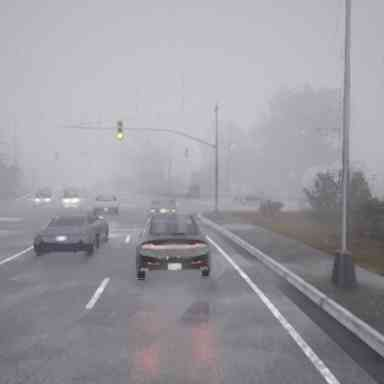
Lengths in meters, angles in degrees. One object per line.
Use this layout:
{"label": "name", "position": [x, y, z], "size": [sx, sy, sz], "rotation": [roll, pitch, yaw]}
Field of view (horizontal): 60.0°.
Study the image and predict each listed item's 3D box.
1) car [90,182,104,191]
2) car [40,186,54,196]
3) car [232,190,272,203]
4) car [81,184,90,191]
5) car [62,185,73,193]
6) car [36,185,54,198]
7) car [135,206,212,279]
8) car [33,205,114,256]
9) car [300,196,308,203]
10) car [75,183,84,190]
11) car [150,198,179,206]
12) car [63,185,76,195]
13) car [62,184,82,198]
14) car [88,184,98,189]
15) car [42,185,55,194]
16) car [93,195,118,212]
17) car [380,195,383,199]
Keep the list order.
{"label": "car", "position": [-22.184, -1.344, 78.340], "size": [2.150, 2.045, 5.566], "rotation": [-1, 2, -22]}
{"label": "car", "position": [-24.048, -0.223, 55.227], "size": [1.837, 1.490, 4.892], "rotation": [-1, 2, -21]}
{"label": "car", "position": [7.031, 0.534, 39.046], "size": [4.902, 1.511, 2.128], "rotation": [1, 2, -19]}
{"label": "car", "position": [-25.407, -1.038, 76.987], "size": [1.882, 1.535, 5.008], "rotation": [-1, 2, -22]}
{"label": "car", "position": [-24.961, -0.650, 66.740], "size": [1.837, 1.490, 4.892], "rotation": [-1, 2, -22]}
{"label": "car", "position": [-20.840, 0.154, 46.929], "size": [1.994, 1.385, 4.181], "rotation": [-1, 2, -20]}
{"label": "car", "position": [-0.595, 1.401, 9.803], "size": [2.128, 1.511, 4.902], "rotation": [0, 1, -5]}
{"label": "car", "position": [-4.405, 1.419, 12.692], "size": [1.994, 1.385, 4.181], "rotation": [0, 1, -6]}
{"label": "car", "position": [15.968, 0.755, 42.135], "size": [4.892, 1.490, 1.837], "rotation": [2, 1, -19]}
{"label": "car", "position": [-29.366, -1.453, 86.610], "size": [1.882, 1.535, 5.008], "rotation": [-1, 2, -22]}
{"label": "car", "position": [-1.874, 1.079, 22.411], "size": [2.033, 1.411, 5.357], "rotation": [0, 2, -4]}
{"label": "car", "position": [-21.078, -0.327, 57.233], "size": [1.882, 1.535, 5.008], "rotation": [-1, 2, -22]}
{"label": "car", "position": [-17.699, 0.026, 48.365], "size": [2.128, 1.511, 4.902], "rotation": [-1, 2, -24]}
{"label": "car", "position": [-26.124, -1.442, 87.932], "size": [2.033, 1.411, 5.357], "rotation": [-1, 2, -22]}
{"label": "car", "position": [-27.971, -0.553, 64.861], "size": [2.128, 1.511, 4.902], "rotation": [-1, 2, -22]}
{"label": "car", "position": [-7.115, 0.933, 27.622], "size": [1.895, 1.301, 4.718], "rotation": [-1, 2, -13]}
{"label": "car", "position": [25.679, 1.126, 45.497], "size": [4.902, 1.511, 2.128], "rotation": [2, 1, -19]}
